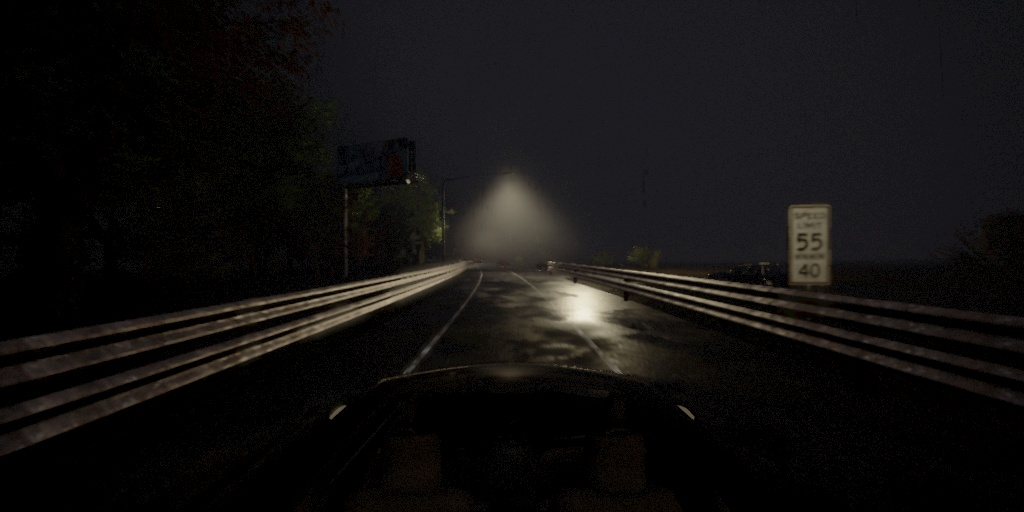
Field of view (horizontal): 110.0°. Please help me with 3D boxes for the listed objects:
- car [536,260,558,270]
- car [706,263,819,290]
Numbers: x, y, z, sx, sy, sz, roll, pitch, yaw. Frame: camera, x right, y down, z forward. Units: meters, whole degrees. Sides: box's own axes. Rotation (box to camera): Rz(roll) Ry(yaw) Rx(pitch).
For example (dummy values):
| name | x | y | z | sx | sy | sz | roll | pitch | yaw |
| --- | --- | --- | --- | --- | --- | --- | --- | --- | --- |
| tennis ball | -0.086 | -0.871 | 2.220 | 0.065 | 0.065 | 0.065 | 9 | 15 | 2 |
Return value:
| name | x | y | z | sx | sy | sz | roll | pitch | yaw |
| --- | --- | --- | --- | --- | --- | --- | --- | --- | --- |
| car | 4.762 | 1.211 | 49.238 | 1.994 | 1.385 | 4.181 | -1 | 0 | -16 |
| car | 13.300 | 1.099 | 19.493 | 2.033 | 1.411 | 5.357 | -1 | 0 | -16 |
